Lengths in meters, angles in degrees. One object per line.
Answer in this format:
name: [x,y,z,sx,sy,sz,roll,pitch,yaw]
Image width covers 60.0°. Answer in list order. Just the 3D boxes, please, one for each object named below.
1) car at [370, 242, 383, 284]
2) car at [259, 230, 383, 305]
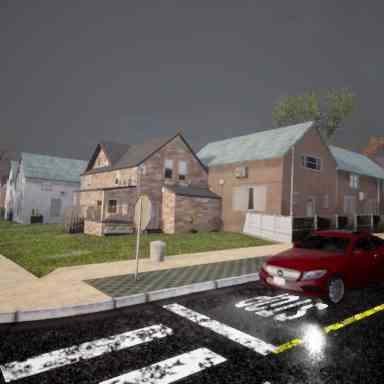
car: [6.011,1.737,6.818,5.357,1.411,2.033,2,-2,-37]
car: [3.830,1.764,8.779,4.674,1.442,1.812,1,-2,-36]
